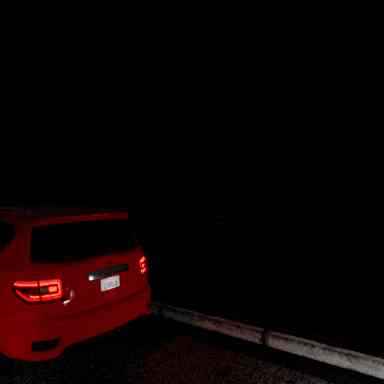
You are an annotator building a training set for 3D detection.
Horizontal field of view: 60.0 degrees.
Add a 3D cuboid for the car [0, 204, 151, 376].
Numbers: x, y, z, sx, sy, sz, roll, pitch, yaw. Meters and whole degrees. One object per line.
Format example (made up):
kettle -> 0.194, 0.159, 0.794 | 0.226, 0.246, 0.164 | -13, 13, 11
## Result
car -> -3.215, 1.229, 5.670 | 5.566, 2.045, 2.150 | 0, 0, 35
